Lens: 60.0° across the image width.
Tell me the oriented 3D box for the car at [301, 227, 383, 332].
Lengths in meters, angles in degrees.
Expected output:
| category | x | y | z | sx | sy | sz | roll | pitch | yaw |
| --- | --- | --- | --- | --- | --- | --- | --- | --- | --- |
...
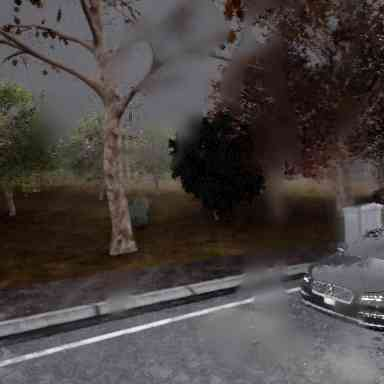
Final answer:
| category | x | y | z | sx | sy | sz | roll | pitch | yaw |
| --- | --- | --- | --- | --- | --- | --- | --- | --- | --- |
| car | 4.250 | 1.434 | 6.426 | 4.892 | 1.490 | 1.837 | -1 | 1 | -30 |
